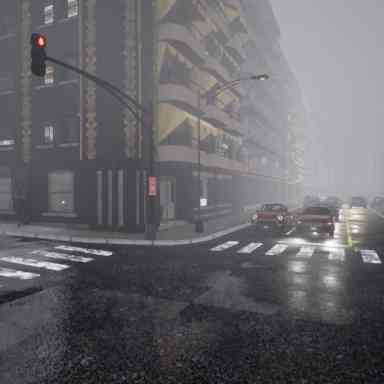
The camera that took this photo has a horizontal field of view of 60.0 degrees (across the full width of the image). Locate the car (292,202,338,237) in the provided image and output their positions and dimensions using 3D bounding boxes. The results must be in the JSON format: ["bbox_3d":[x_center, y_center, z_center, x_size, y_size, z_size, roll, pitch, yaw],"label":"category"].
[{"bbox_3d":[6.919,1.523,18.402,1.812,1.442,4.674,0,0,25],"label":"car"}]

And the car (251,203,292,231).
[{"bbox_3d":[4.953,1.438,20.343,1.967,1.590,4.097,0,0,24],"label":"car"}]

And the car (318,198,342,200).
[{"bbox_3d":[14.803,1.597,35.650,1.895,1.301,4.718,0,0,25],"label":"car"}]

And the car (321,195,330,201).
[{"bbox_3d":[32.925,1.516,81.769,1.752,1.417,4.829,0,0,24],"label":"car"}]

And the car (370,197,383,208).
[{"bbox_3d":[26.599,1.435,47.655,1.967,1.590,4.097,0,0,24],"label":"car"}]

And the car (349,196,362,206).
[{"bbox_3d":[26.851,1.472,54.687,1.882,1.535,5.008,0,0,24],"label":"car"}]

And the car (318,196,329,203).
[{"bbox_3d":[28.322,1.543,71.660,2.008,1.369,4.403,0,0,24],"label":"car"}]

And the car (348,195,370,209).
[{"bbox_3d":[22.812,1.348,45.783,2.097,1.767,4.553,0,0,24],"label":"car"}]

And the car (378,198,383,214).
[{"bbox_3d":[19.588,1.541,32.259,1.887,1.381,4.507,0,0,24],"label":"car"}]

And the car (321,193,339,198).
[{"bbox_3d":[19.068,1.348,44.901,2.097,1.767,4.553,0,0,25],"label":"car"}]

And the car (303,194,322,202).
[{"bbox_3d":[16.636,1.311,46.002,2.192,1.841,5.009,0,0,24],"label":"car"}]

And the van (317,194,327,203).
[{"bbox_3d":[25.985,1.335,66.529,1.690,1.788,3.998,0,0,24],"label":"van"}]

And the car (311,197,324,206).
[{"bbox_3d":[21.241,1.521,56.110,1.752,1.417,4.829,0,0,24],"label":"car"}]

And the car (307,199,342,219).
[{"bbox_3d":[10.660,1.561,26.591,1.994,1.385,4.181,0,0,25],"label":"car"}]

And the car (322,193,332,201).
[{"bbox_3d":[35.331,1.304,87.056,2.192,1.841,5.009,0,0,24],"label":"car"}]
